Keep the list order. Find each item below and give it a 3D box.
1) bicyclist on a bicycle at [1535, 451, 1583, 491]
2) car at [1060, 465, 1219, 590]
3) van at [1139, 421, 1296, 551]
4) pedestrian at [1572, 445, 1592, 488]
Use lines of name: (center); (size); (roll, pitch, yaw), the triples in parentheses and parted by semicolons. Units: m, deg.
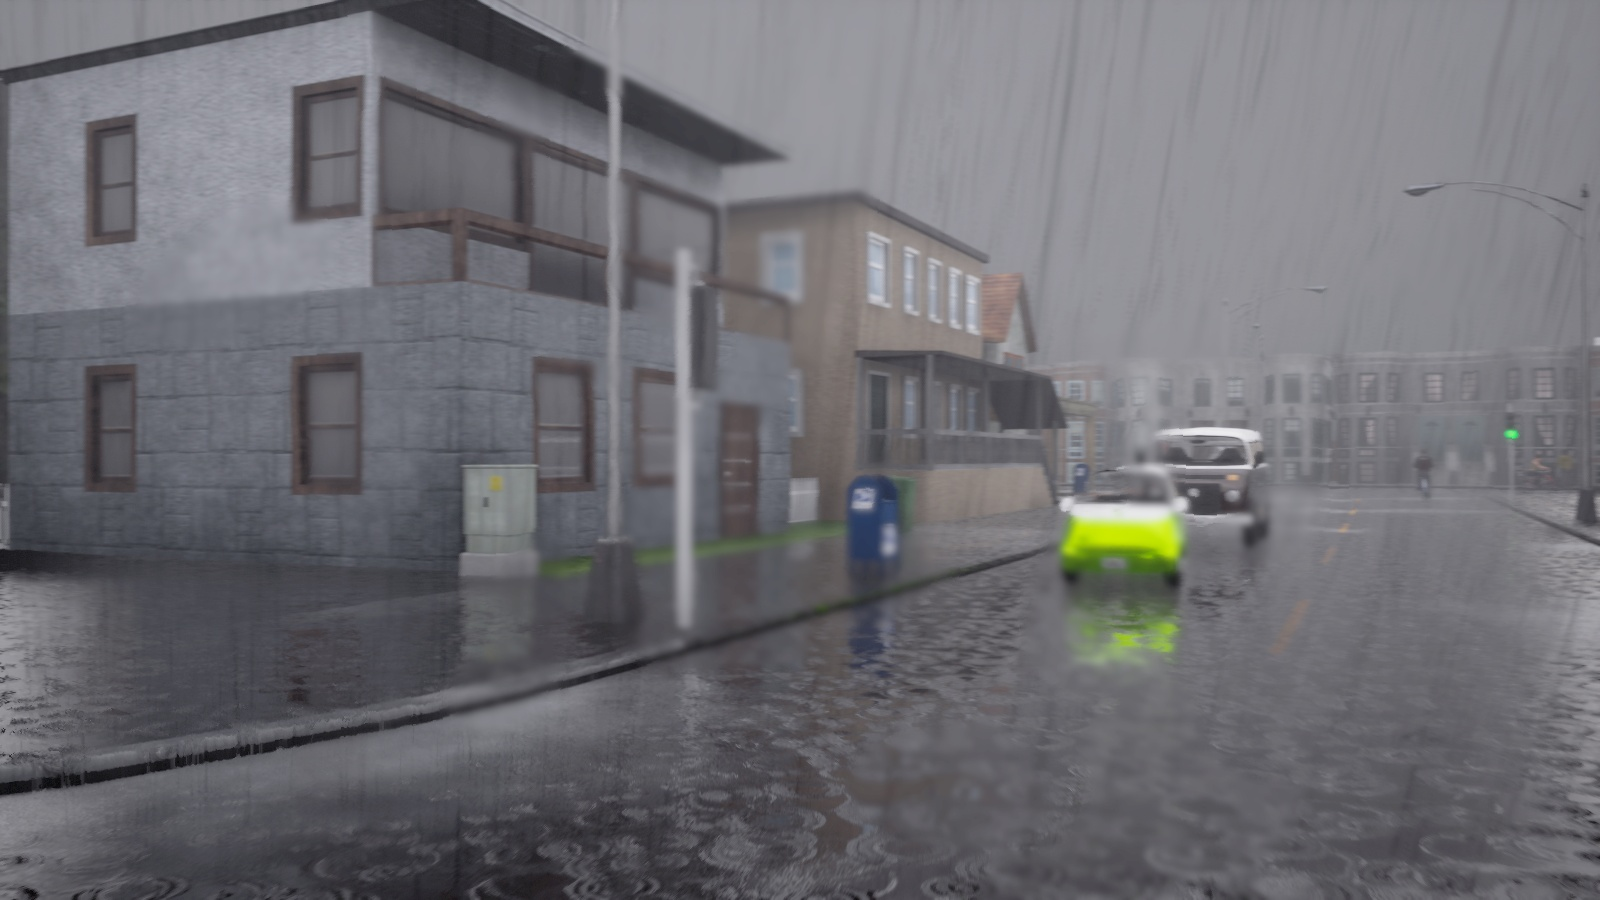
bicyclist on a bicycle: (30.836, 0.852, 51.056); (1.509, 1.612, 0.866); (0, 1, 16)
car: (4.166, 0.879, 15.240); (1.481, 1.376, 2.207); (0, -1, 26)
van: (7.449, 0.575, 22.124); (2.069, 2.038, 4.480); (0, 0, 26)
pedestrian: (34.156, 0.713, 54.868); (0.431, 1.840, 0.709); (0, 0, 3)
